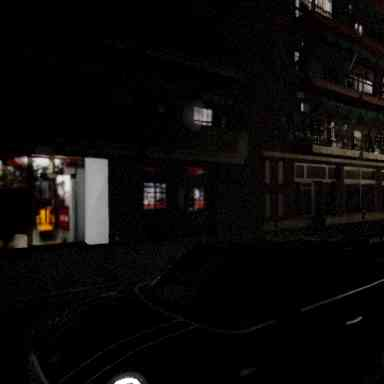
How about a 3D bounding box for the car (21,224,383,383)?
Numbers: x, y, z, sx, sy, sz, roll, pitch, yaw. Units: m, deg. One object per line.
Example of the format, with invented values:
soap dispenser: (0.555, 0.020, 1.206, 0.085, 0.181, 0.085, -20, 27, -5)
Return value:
car: (0.594, 1.342, 3.804, 4.553, 1.767, 2.097, 0, 0, -36)
